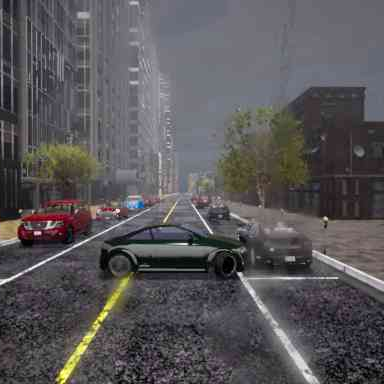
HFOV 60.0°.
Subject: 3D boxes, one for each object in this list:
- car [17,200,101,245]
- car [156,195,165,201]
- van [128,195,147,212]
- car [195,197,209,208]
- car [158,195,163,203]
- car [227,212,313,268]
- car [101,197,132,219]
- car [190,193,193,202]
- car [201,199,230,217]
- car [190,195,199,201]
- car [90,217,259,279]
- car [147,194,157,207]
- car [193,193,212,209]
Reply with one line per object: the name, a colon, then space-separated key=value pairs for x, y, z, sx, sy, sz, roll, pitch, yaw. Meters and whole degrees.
car: x=-6.167 y=1.310 z=15.656 sx=2.192 sy=1.841 sz=5.009 roll=-1 pitch=0 yaw=-1
car: x=-7.737 y=1.497 z=82.613 sx=1.752 sy=1.417 sz=4.829 roll=-1 pitch=0 yaw=-1
van: x=-6.637 y=1.329 z=38.518 sx=1.690 sy=1.788 sz=3.998 roll=-1 pitch=0 yaw=-1
car: x=1.463 y=1.509 z=49.954 sx=1.752 sy=1.417 sz=4.829 roll=-1 pitch=0 yaw=-1
car: x=-7.326 y=1.522 z=66.184 sx=1.887 sy=1.381 sz=4.507 roll=-1 pitch=0 yaw=-1
car: x=2.566 y=1.548 z=11.058 sx=2.008 sy=1.369 sz=4.403 roll=-1 pitch=0 yaw=-1
car: x=-6.352 y=1.432 z=26.724 sx=1.967 sy=1.590 sz=4.097 roll=-1 pitch=0 yaw=-1
car: x=0.910 y=1.291 z=71.915 sx=2.192 sy=1.841 sz=5.009 roll=-1 pitch=0 yaw=-1
car: x=2.051 y=1.543 z=26.918 sx=2.008 sy=1.369 sz=4.403 roll=-1 pitch=0 yaw=-1
car: x=0.637 y=1.538 z=82.981 sx=1.947 sy=1.339 sz=4.313 roll=-1 pitch=0 yaw=-1
car: x=-0.453 y=1.556 z=9.454 sx=4.181 sy=1.385 sz=1.994 roll=0 pitch=0 yaw=-1
car: x=-6.914 y=1.299 z=49.584 sx=2.192 sy=1.841 sz=5.009 roll=-1 pitch=0 yaw=-1
car: x=1.602 y=1.301 z=44.251 sx=2.192 sy=1.841 sz=5.009 roll=-1 pitch=0 yaw=-1
